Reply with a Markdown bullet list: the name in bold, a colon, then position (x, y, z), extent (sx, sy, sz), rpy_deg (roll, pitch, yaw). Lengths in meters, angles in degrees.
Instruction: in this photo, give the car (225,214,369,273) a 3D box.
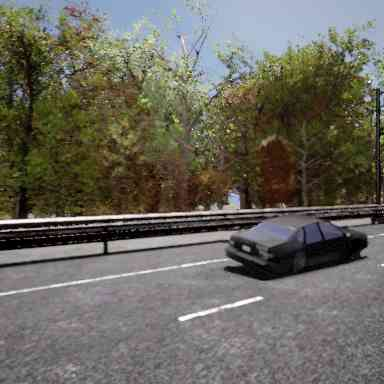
- **car**: position (3.536, 1.481, 10.635), extent (5.357, 1.411, 2.033), rpy_deg (-3, 9, -36)
